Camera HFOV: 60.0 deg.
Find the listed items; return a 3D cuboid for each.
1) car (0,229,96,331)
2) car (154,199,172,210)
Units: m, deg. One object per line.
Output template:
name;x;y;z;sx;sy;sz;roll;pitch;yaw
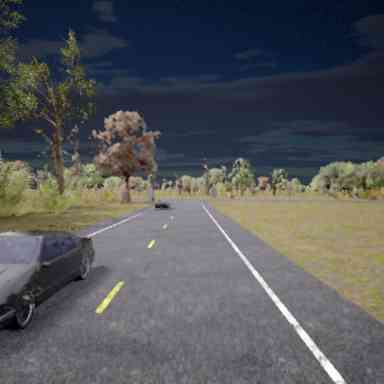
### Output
car;-3.605;1.545;7.123;2.033;1.411;5.357;0;0;0
car;-3.579;1.576;41.591;1.895;1.301;4.718;0;0;0
